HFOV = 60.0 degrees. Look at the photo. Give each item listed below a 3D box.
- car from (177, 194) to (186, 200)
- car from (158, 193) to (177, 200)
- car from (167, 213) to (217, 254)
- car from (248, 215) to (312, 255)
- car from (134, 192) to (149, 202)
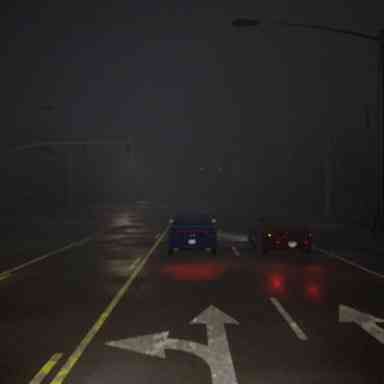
[{"bbox_3d":[-3.385,1.285,90.557,1.837,1.490,4.892,0,1,-32],"label":"car"},{"bbox_3d":[-6.514,1.323,88.982,1.812,1.442,4.674,0,1,-32],"label":"car"},{"bbox_3d":[0.028,1.617,14.230,1.882,1.535,5.008,0,0,1],"label":"car"},{"bbox_3d":[3.524,1.662,13.887,1.812,1.442,4.674,0,0,1],"label":"car"},{"bbox_3d":[-11.779,1.127,75.378,2.150,2.045,5.566,0,0,-17],"label":"car"}]
